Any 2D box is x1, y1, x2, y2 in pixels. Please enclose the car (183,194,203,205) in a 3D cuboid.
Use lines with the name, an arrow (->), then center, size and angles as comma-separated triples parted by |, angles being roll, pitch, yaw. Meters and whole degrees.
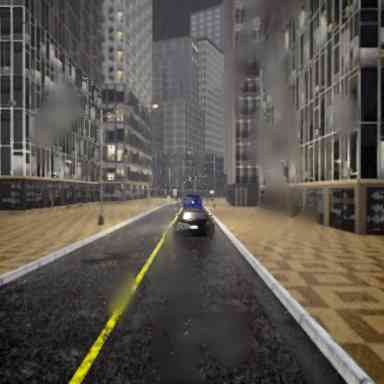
car -> 0.092, 1.253, 38.793 | 2.150, 2.045, 5.566 | 0, 0, 0

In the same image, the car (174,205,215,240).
car -> 0.095, 1.574, 17.199 | 1.994, 1.385, 4.181 | 0, 0, 0
